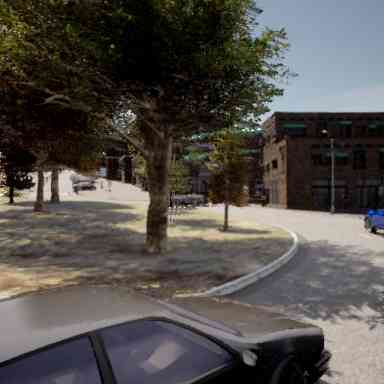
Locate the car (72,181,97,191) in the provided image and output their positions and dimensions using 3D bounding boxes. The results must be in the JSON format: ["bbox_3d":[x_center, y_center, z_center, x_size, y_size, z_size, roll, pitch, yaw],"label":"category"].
[{"bbox_3d":[-22.862,-1.066,71.377,4.892,1.521,2.231,-1,5,-39],"label":"car"}]

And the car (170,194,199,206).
[{"bbox_3d":[-2.298,1.009,42.001,5.357,1.411,2.033,3,1,35],"label":"car"}]

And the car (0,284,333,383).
[{"bbox_3d":[-0.905,1.583,2.748,5.357,1.411,2.033,0,-1,-41],"label":"car"}]

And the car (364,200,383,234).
[{"bbox_3d":[10.785,1.311,16.967,2.150,2.045,5.566,0,0,9],"label":"car"}]

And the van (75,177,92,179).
[{"bbox_3d":[-25.737,-2.068,80.038,4.442,1.987,1.878,-1,5,-39],"label":"van"}]

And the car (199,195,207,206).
[{"bbox_3d":[-0.122,0.983,44.205,4.902,1.511,2.128,3,1,38],"label":"car"}]
